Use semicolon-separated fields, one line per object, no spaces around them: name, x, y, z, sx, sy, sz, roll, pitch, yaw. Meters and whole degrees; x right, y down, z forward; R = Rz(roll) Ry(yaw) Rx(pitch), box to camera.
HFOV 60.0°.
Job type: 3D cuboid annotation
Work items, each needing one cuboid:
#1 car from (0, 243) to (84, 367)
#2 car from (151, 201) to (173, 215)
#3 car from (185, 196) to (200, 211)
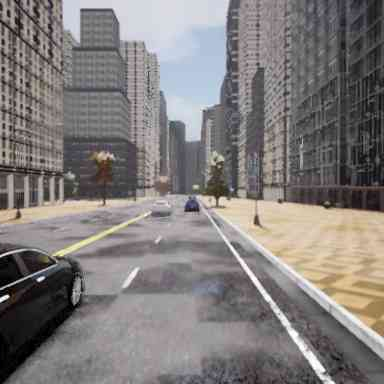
car;-3.150;1.524;4.980;1.837;1.490;4.892;0;0;0
car;-3.144;1.653;35.042;1.812;1.442;4.674;0;0;0
car;0.045;1.655;43.558;1.882;1.535;5.008;0;0;1
